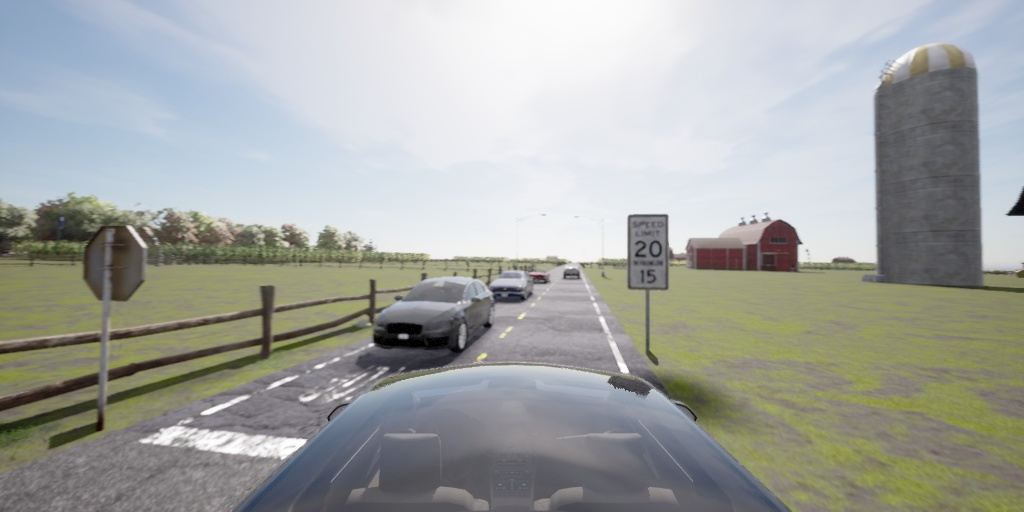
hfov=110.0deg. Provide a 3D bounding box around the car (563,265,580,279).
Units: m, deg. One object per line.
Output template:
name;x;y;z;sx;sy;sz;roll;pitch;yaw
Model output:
car;6.786;1.775;40.700;2.128;1.511;4.902;0;-1;10

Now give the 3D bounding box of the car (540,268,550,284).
car;2.325;1.746;32.160;1.895;1.301;4.718;0;-1;10

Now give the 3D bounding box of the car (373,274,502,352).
car;-1.707;1.336;9.318;1.837;1.490;4.892;0;-1;9

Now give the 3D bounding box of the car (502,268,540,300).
car;0.102;1.522;19.759;2.033;1.411;5.357;0;-1;10
